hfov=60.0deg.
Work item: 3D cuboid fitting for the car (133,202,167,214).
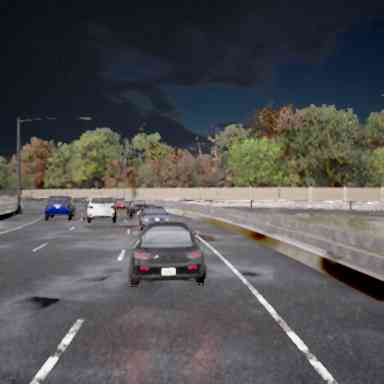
[{"bbox_3d":[-2.452,1.611,21.146,2.033,1.411,5.357,0,0,-11],"label":"car"}]

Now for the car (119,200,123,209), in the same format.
[{"bbox_3d":[-9.655,1.699,44.139,1.994,1.385,4.181,0,0,-22],"label":"car"}]

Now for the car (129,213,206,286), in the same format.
[{"bbox_3d":[-0.714,1.554,9.457,1.812,1.442,4.674,0,0,-5],"label":"car"}]

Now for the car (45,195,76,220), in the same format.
[{"bbox_3d":[-11.557,1.315,29.350,2.150,2.045,5.566,0,0,-16],"label":"car"}]

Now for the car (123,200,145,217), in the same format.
[{"bbox_3d":[-5.436,1.604,33.021,1.837,1.490,4.892,0,-1,-17],"label":"car"}]

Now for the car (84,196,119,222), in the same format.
[{"bbox_3d":[-7.354,1.307,27.309,2.150,2.045,5.566,0,0,-14],"label":"car"}]

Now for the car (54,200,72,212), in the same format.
[{"bbox_3d":[-16.631,1.739,42.757,1.895,1.301,4.718,0,0,-23],"label":"car"}]

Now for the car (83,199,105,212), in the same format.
[{"bbox_3d":[-12.387,1.679,41.680,2.033,1.411,5.357,0,0,-23],"label":"car"}]
